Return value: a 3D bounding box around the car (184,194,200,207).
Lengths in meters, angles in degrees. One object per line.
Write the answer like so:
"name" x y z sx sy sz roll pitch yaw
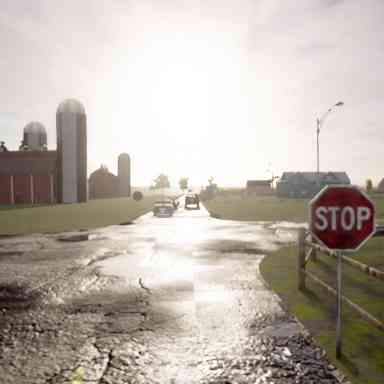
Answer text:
"car" 0.010 1.269 51.021 2.150 2.045 5.566 0 0 0

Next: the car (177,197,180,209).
"car" -2.924 1.605 44.277 1.994 1.385 4.181 0 0 0

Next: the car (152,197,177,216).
"car" -2.812 1.522 32.961 2.128 1.511 4.902 0 0 -3

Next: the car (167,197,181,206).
"car" -2.932 1.600 56.184 2.033 1.411 5.357 0 0 0
